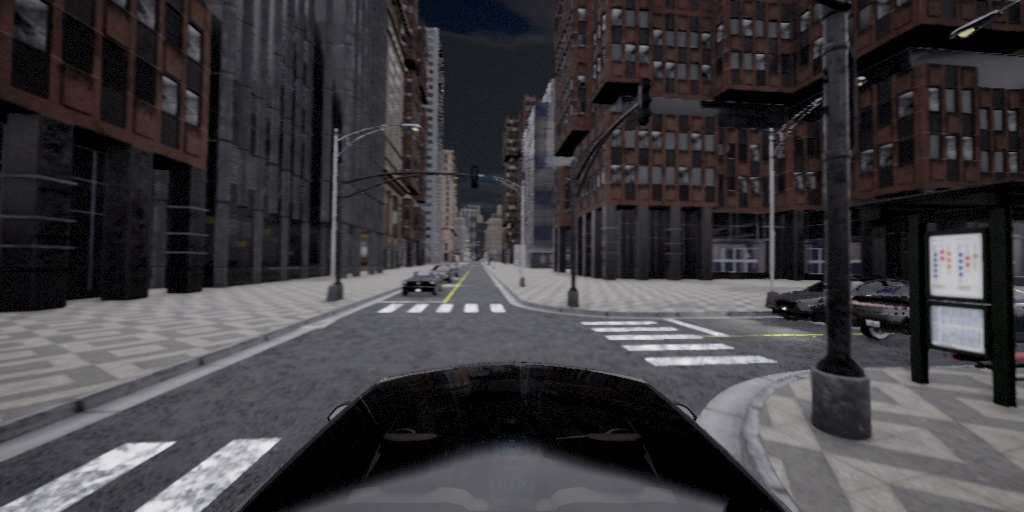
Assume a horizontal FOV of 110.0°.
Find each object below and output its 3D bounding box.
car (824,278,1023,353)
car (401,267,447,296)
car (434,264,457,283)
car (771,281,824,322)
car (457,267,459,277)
[{"bbox_3d":[10.730,1.359,8.500,4.902,1.511,2.128,0,-1,-6],"label":"car"},{"bbox_3d":[-5.146,1.527,21.106,1.895,1.301,4.718,1,-1,-5],"label":"car"},{"bbox_3d":[-6.129,1.542,31.437,1.837,1.490,4.892,1,-1,-5],"label":"car"},{"bbox_3d":[11.117,1.451,11.622,4.892,1.490,1.837,0,-1,-4],"label":"car"},{"bbox_3d":[-7.117,1.697,41.842,2.033,1.411,5.357,1,-1,-5],"label":"car"}]
